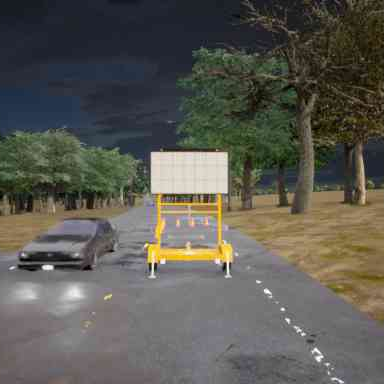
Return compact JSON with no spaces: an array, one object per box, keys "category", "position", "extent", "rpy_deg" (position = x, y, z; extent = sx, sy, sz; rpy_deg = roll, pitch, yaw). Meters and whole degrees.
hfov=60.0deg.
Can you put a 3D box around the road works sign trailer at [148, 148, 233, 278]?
[{"category":"road works sign trailer","position":[-0.082,0.481,10.183],"extent":[2.380,3.560,2.880],"rpy_deg":[0,0,-2]}]

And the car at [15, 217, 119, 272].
[{"category":"car","position":[-3.752,1.569,11.190],"extent":[2.033,1.411,5.357],"rpy_deg":[0,0,-1]}]

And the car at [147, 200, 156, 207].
[{"category":"car","position":[-8.828,2.499,71.647],"extent":[2.128,1.511,4.902],"rpy_deg":[0,-2,-8]}]
